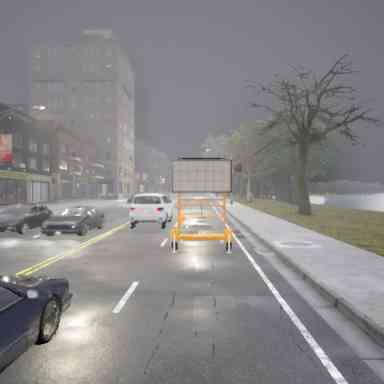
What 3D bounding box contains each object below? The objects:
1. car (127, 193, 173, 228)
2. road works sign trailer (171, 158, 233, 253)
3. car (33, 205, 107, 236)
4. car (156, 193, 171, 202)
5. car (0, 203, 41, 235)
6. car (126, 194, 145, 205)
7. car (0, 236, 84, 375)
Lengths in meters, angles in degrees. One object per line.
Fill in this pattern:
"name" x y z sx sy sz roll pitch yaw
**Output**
"car" -2.545 1.116 21.616 2.150 2.045 5.566 0 1 1
"road works sign trailer" 0.391 0.420 13.456 2.380 3.560 2.880 0 0 2
"car" -6.093 1.472 17.921 2.033 1.411 5.357 0 0 2
"car" -4.973 1.004 59.363 2.128 1.511 4.902 0 1 2
"car" -9.332 1.427 18.370 1.837 1.490 4.892 0 0 2
"car" -8.491 1.103 50.065 1.882 1.535 5.008 0 0 2
"car" -3.028 1.545 3.326 2.033 1.411 5.357 0 0 1
